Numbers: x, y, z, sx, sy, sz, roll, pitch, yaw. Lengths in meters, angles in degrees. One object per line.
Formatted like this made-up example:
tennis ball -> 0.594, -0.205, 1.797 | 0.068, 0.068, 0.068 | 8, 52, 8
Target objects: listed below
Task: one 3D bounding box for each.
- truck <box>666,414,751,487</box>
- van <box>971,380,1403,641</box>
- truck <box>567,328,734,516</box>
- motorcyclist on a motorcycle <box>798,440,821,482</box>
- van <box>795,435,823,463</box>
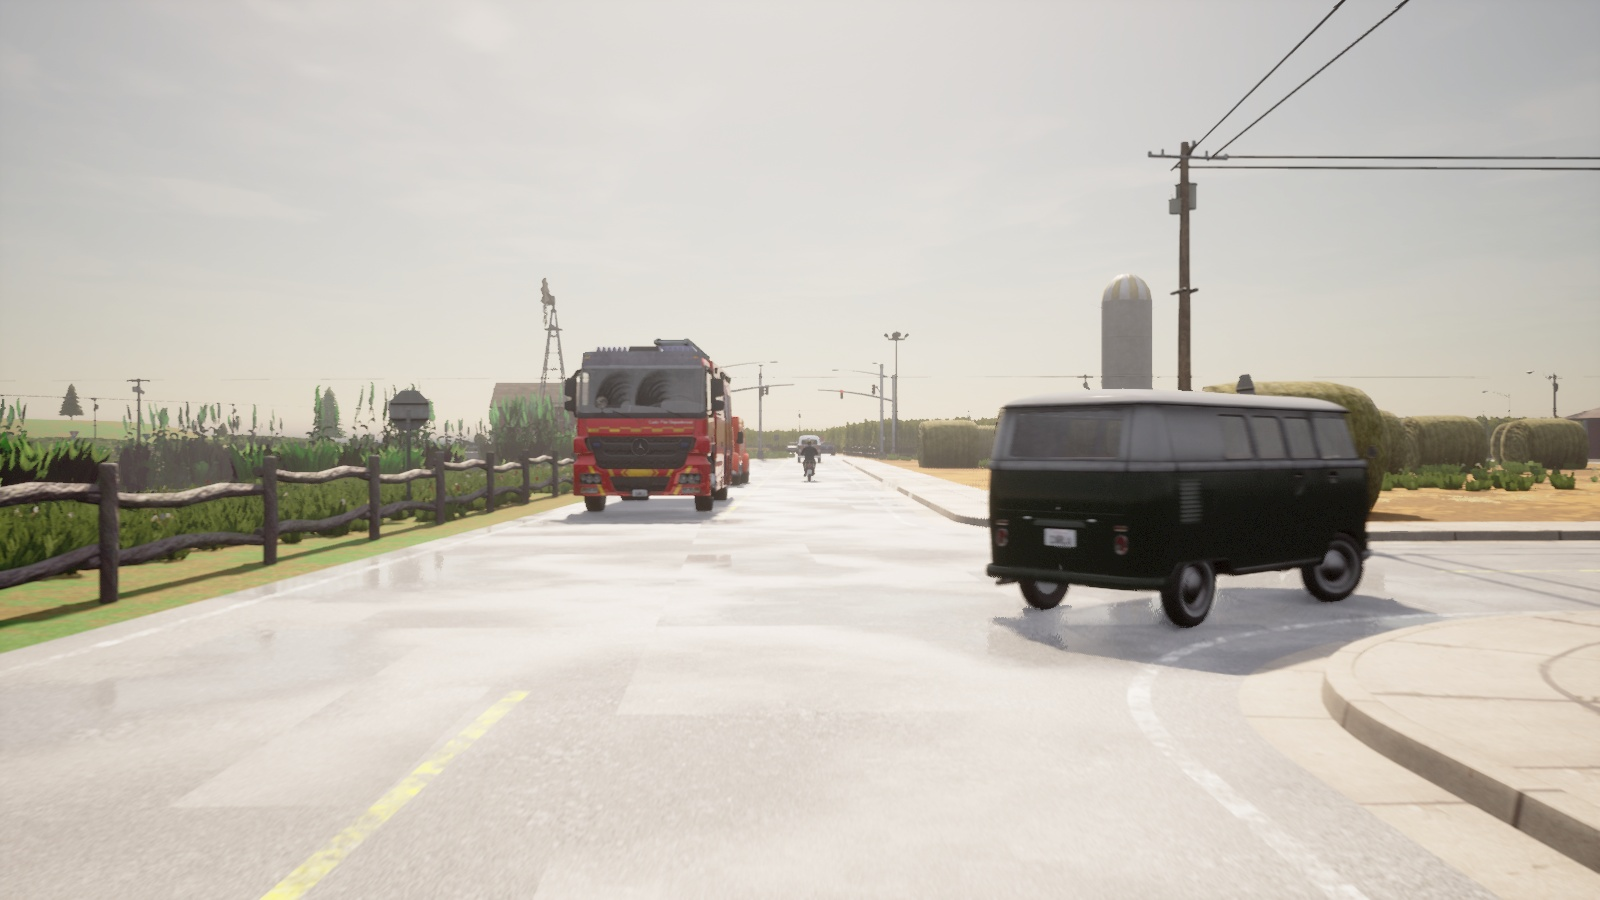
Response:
truck -> -3.165, 0.002, 44.655 | 2.627, 2.467, 5.204 | 0, 0, 0
van -> 3.735, 0.462, 11.680 | 4.442, 1.987, 1.775 | 0, 0, -41
truck -> -3.270, -0.591, 29.750 | 2.891, 3.827, 8.468 | 0, 0, 0
motorcyclist on a motorcycle -> 0.367, 0.419, 49.087 | 0.866, 1.590, 1.817 | 0, 0, 0
van -> 0.692, -0.070, 94.375 | 2.069, 2.038, 4.480 | 0, 0, 0
